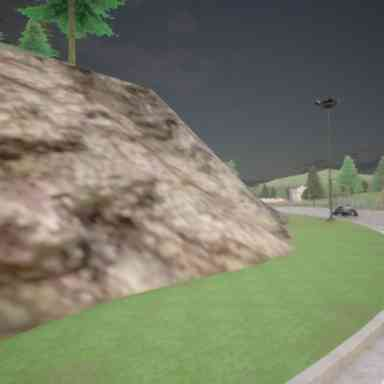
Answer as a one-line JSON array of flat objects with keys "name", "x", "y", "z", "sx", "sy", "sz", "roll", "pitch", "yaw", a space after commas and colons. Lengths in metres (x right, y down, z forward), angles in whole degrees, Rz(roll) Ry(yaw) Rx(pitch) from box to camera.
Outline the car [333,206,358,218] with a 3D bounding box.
[{"name": "car", "x": 19.222, "y": 2.443, "z": 41.814, "sx": 1.812, "sy": 1.442, "sz": 4.674, "roll": -1, "pitch": -2, "yaw": 4}]
